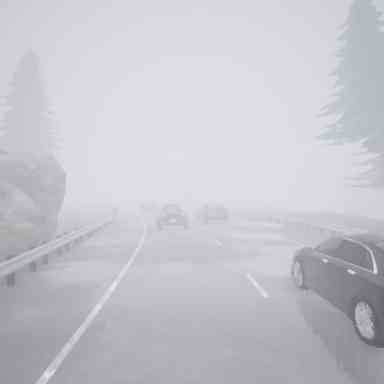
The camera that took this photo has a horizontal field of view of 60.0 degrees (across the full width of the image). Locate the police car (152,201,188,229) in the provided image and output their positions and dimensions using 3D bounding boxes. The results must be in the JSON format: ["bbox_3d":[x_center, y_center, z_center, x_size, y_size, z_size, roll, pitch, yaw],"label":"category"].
[{"bbox_3d":[-1.479,1.621,22.846,2.038,1.542,4.974,0,0,-8],"label":"police car"}]

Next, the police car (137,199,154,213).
[{"bbox_3d":[-5.536,1.638,40.677,1.930,1.638,5.238,0,0,-17],"label":"police car"}]

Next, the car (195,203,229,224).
[{"bbox_3d":[1.494,1.621,26.311,2.128,1.511,4.902,0,0,-10],"label":"car"}]

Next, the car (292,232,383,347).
[{"bbox_3d":[3.433,1.531,6.368,1.837,1.490,4.892,0,0,-1],"label":"car"}]
